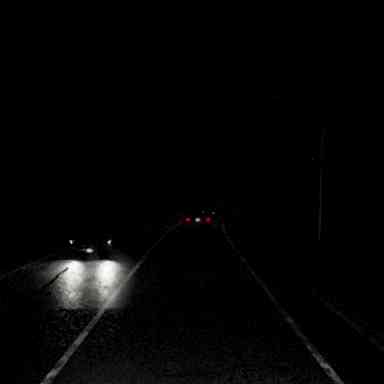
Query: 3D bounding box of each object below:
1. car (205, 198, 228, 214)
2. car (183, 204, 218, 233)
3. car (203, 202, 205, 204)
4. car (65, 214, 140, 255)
[{"bbox_3d":[3.293,1.893,41.253,1.882,1.535,5.008,1,-1,12],"label":"car"},{"bbox_3d":[0.485,1.719,21.466,2.033,1.411,5.357,0,-2,3],"label":"car"},{"bbox_3d":[3.249,1.852,55.161,2.097,1.767,4.553,1,0,19],"label":"car"},{"bbox_3d":[-3.491,1.670,14.184,2.033,1.411,5.357,0,0,2],"label":"car"}]
